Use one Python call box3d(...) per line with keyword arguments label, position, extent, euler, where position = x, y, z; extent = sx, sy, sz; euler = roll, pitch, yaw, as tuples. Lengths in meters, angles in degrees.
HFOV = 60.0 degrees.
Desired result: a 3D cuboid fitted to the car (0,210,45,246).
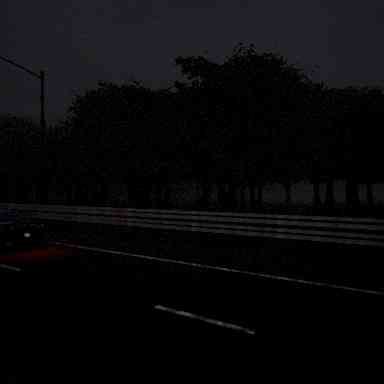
box3d(label="car", position=(-8.269, 1.484, 14.067), extent=(5.008, 1.535, 1.882), euler=(0, 0, 36))
